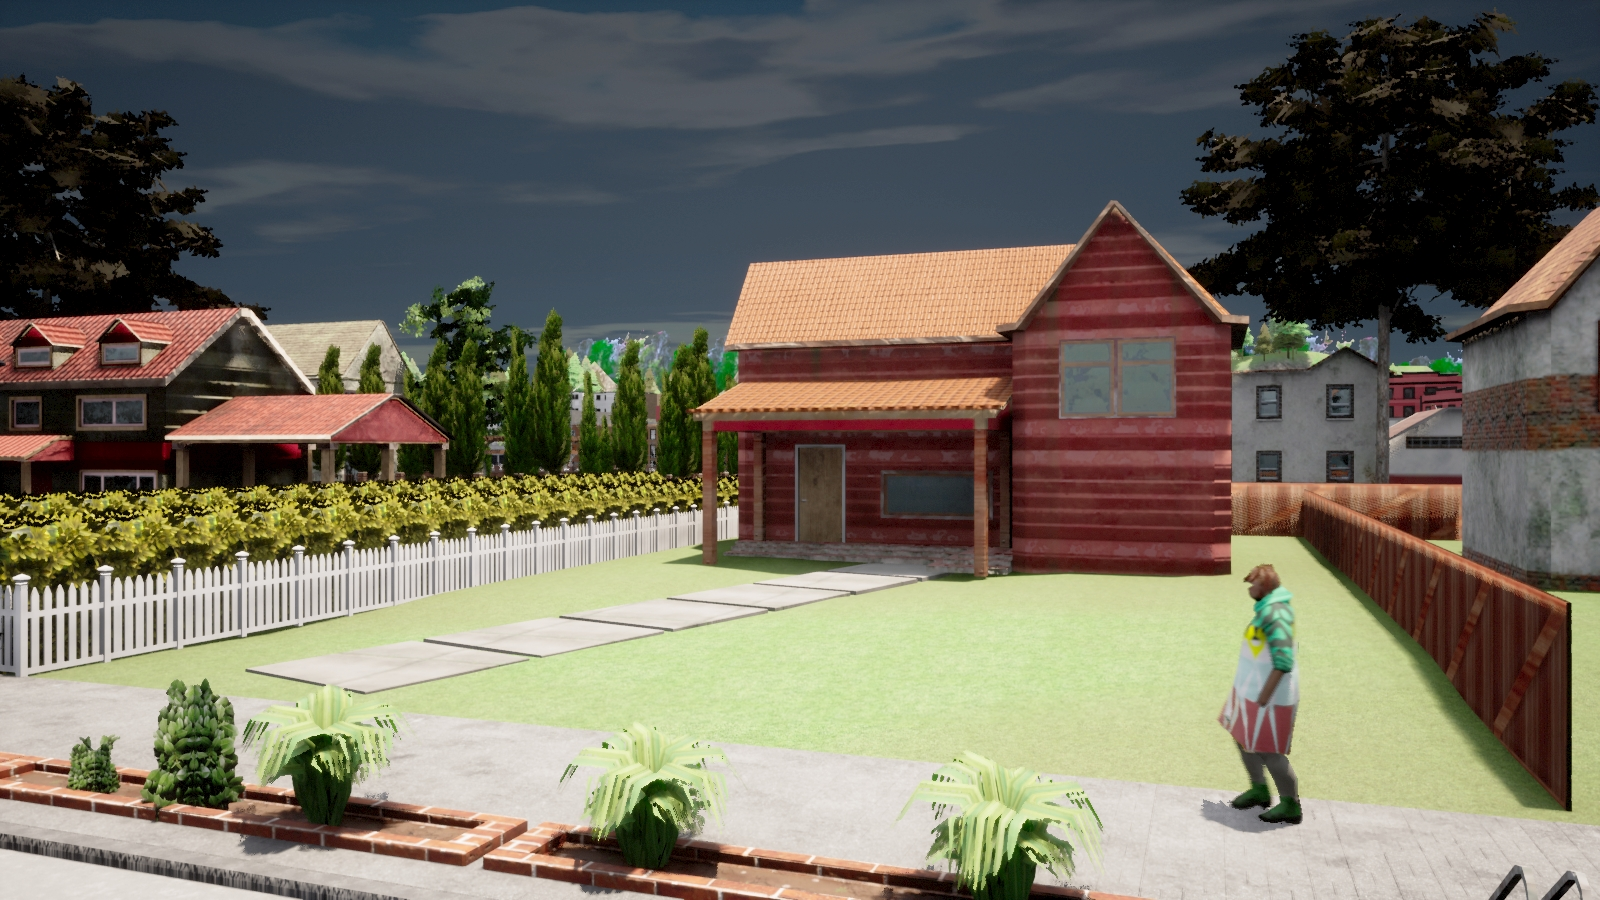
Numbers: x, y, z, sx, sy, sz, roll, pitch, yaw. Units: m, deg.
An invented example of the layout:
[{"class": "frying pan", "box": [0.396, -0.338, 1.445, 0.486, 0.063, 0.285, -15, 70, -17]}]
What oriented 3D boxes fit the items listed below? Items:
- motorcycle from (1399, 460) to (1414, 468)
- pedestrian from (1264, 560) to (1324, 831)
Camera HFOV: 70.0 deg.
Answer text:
[{"class": "motorcycle", "box": [96.438, 2.186, 181.573, 2.033, 1.199, 0.803, 0, 0, 20]}, {"class": "pedestrian", "box": [3.561, 1.744, 8.250, 0.375, 1.860, 0.375, 0, 0, 20]}]
